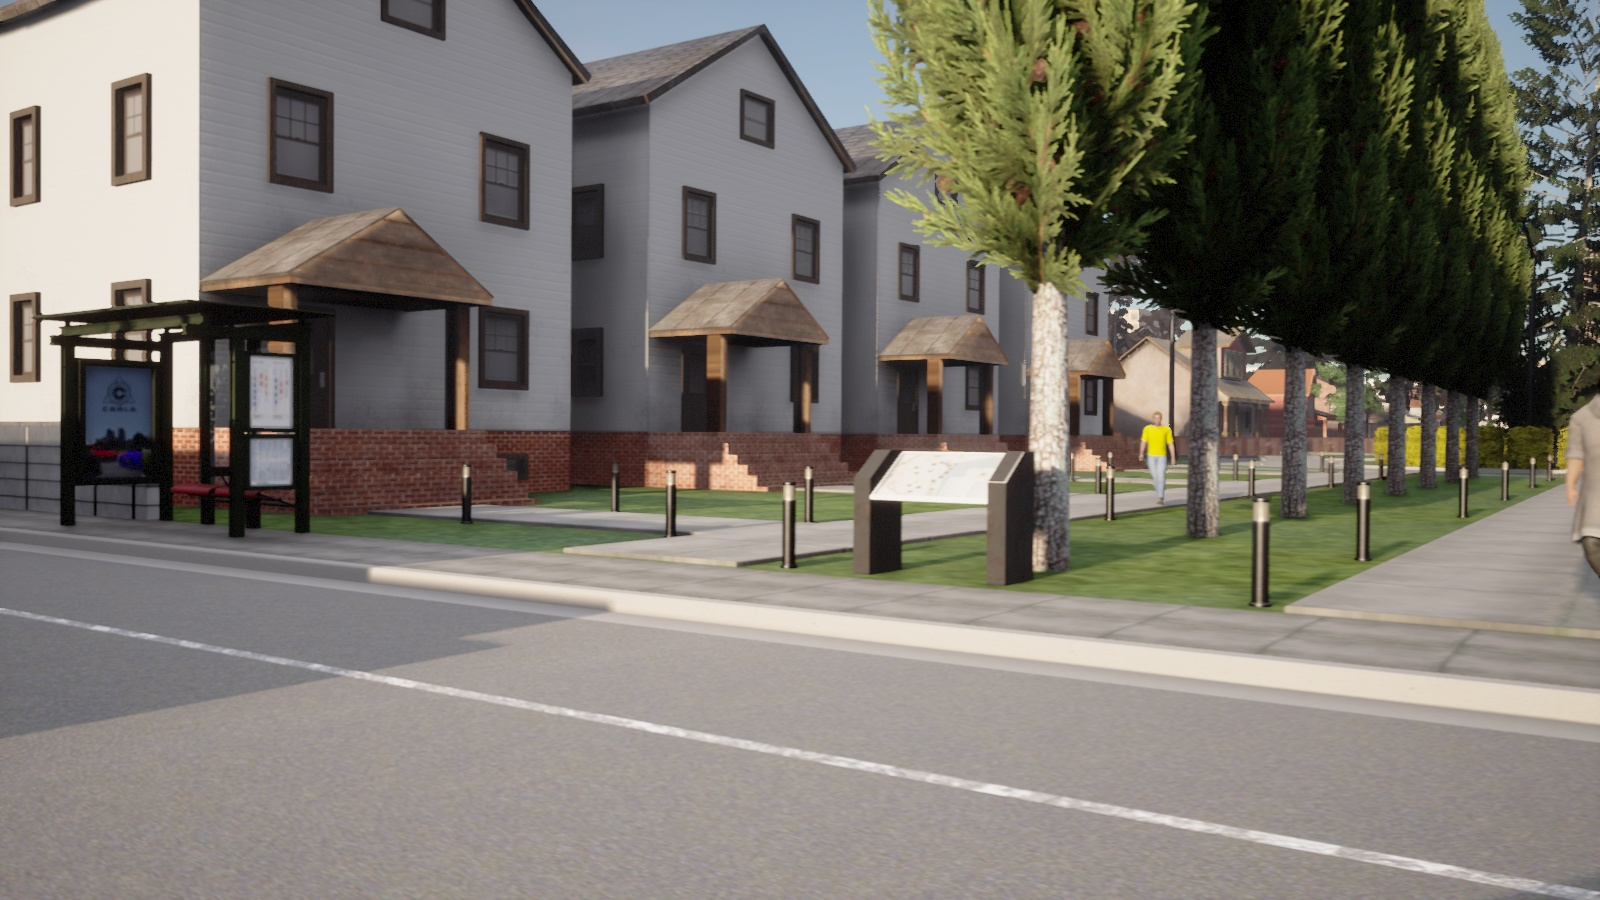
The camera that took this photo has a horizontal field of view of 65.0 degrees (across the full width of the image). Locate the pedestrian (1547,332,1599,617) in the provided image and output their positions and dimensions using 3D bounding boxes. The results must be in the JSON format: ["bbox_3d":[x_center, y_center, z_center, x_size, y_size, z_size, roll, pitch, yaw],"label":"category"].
[{"bbox_3d":[5.814,0.163,8.875,0.873,1.952,0.659,-1,1,-39],"label":"pedestrian"}]

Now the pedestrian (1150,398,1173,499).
[{"bbox_3d":[6.742,-0.031,23.384,0.354,1.836,0.706,0,1,20],"label":"pedestrian"}]
